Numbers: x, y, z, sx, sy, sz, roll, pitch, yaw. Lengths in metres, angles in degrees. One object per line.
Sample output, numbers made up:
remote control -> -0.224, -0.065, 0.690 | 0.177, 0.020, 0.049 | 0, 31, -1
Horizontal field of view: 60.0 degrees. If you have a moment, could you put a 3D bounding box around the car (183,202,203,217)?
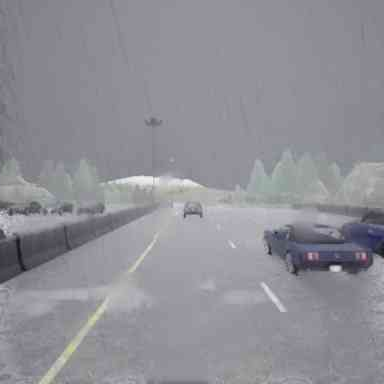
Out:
car -> 0.101, 1.667, 32.371 | 2.033, 1.411, 5.357 | 0, -1, 0

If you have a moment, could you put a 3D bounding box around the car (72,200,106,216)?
car -> -10.501, 1.632, 34.937 | 1.882, 1.535, 5.008 | 0, -1, 0

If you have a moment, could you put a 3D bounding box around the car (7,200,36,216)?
car -> -17.498, 1.677, 35.098 | 1.837, 1.490, 4.892 | 0, -1, 0

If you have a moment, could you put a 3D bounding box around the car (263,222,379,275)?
car -> 3.601, 1.637, 10.546 | 1.895, 1.301, 4.718 | 0, 0, 0

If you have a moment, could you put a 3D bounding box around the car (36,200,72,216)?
car -> -13.999, 1.649, 35.100 | 2.128, 1.511, 4.902 | 0, -1, 0

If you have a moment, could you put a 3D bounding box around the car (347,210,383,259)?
car -> 7.100, 1.392, 11.890 | 2.097, 1.767, 4.553 | 0, 0, 0
